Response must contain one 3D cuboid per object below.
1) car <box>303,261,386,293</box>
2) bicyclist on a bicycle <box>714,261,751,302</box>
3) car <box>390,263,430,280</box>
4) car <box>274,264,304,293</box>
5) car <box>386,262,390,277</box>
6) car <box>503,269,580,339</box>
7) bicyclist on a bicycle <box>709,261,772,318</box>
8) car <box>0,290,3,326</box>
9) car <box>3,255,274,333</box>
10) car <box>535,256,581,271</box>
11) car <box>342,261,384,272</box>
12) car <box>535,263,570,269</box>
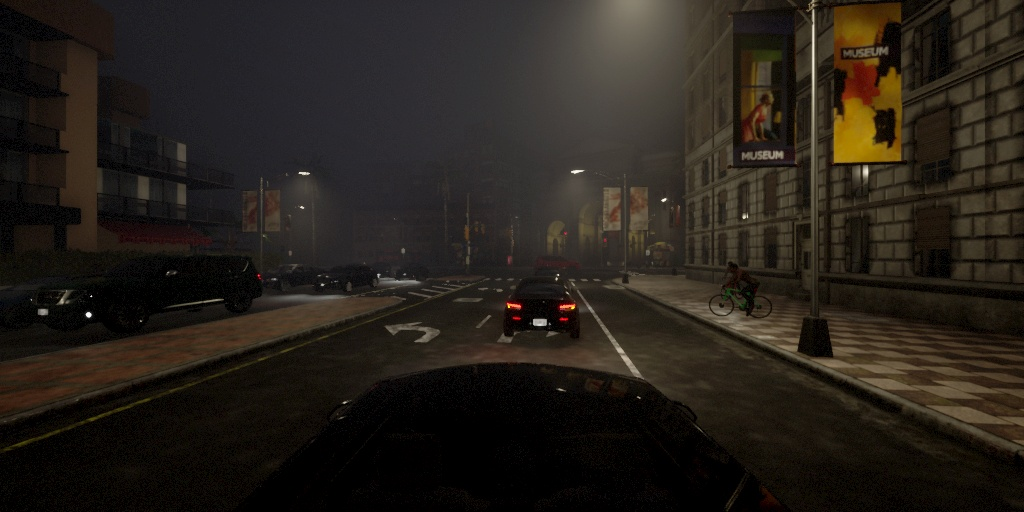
[{"bbox_3d":[-9.594,1.254,21.070,1.837,1.490,4.892,0,0,7],"label":"car"},{"bbox_3d":[9.272,1.050,15.059,1.656,1.620,0.582,0,0,-28],"label":"bicyclist on a bicycle"},{"bbox_3d":[-8.600,1.314,31.081,1.994,1.385,4.181,0,0,4],"label":"car"},{"bbox_3d":[-13.119,1.241,21.177,2.128,1.511,4.902,0,0,6],"label":"car"},{"bbox_3d":[-12.673,1.297,34.769,2.033,1.411,5.357,0,0,-16],"label":"car"},{"bbox_3d":[0.877,1.276,10.078,1.812,1.442,4.674,0,0,7],"label":"car"},{"bbox_3d":[6.854,1.051,10.797,1.656,1.620,0.582,0,0,22],"label":"bicyclist on a bicycle"},{"bbox_3d":[-14.204,1.297,11.639,2.033,1.411,5.357,0,0,7],"label":"car"},{"bbox_3d":[-10.713,0.971,11.216,2.150,2.045,5.566,0,0,8],"label":"car"},{"bbox_3d":[5.552,0.971,43.776,5.566,2.045,2.150,0,0,7],"label":"car"},{"bbox_3d":[-19.426,1.351,46.854,4.718,1.301,1.895,0,0,7],"label":"car"},{"bbox_3d":[1.922,1.276,18.921,1.812,1.442,4.674,0,0,7],"label":"car"}]
